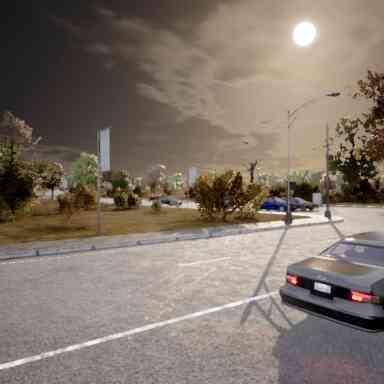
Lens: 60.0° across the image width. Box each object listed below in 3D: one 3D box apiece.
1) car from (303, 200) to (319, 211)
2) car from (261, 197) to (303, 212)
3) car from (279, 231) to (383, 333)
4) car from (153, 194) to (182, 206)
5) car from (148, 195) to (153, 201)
[{"bbox_3d":[11.656,1.358,37.947,2.033,1.411,5.357,-1,0,-39],"label":"car"},{"bbox_3d":[8.876,1.313,35.813,1.882,1.535,5.008,-1,0,-40],"label":"car"},{"bbox_3d":[4.064,1.527,6.673,5.357,1.411,2.033,0,0,-36],"label":"car"},{"bbox_3d":[-3.428,1.334,51.032,2.128,1.511,4.902,-1,0,-39],"label":"car"},{"bbox_3d":[-7.825,1.253,73.344,1.882,1.535,5.008,-1,0,-38],"label":"car"}]
